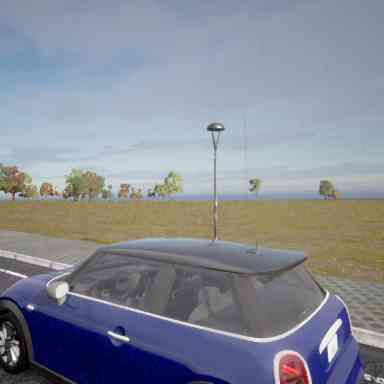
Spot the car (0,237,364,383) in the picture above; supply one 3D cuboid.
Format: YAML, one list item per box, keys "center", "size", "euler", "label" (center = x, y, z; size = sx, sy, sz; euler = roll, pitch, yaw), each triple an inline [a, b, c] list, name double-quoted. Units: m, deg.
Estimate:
- center: [-0.516, 1.353, 4.096]
  size: [4.553, 1.767, 2.097]
  euler: [0, 0, 36]
  label: "car"
